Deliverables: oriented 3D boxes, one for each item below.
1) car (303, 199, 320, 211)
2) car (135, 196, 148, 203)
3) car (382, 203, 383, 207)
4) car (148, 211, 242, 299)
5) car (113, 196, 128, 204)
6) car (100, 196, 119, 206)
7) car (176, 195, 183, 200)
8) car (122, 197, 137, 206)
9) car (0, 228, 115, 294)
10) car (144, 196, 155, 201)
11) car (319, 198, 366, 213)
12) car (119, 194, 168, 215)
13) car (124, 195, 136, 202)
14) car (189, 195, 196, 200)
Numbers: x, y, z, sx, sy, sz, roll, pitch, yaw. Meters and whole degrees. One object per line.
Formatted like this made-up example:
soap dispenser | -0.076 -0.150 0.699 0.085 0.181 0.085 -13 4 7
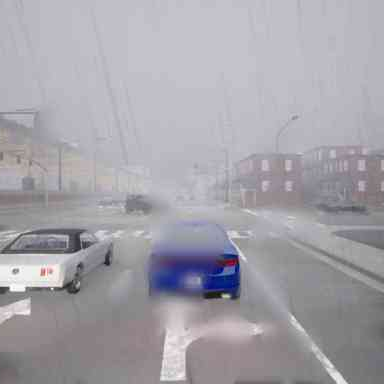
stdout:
car | 15.755 1.491 39.486 4.902 1.511 2.128 0 0 0
car | -10.425 1.562 68.593 1.994 1.385 4.181 0 0 0
car | 25.746 1.221 39.474 5.566 2.045 2.150 0 0 0
car | 0.075 1.478 8.508 1.882 1.535 5.008 0 0 1
car | -13.958 1.505 65.256 1.837 1.490 4.892 0 0 1
car | -14.023 1.526 56.060 1.812 1.442 4.674 0 0 0
car | -3.398 1.500 93.267 1.837 1.490 4.892 0 0 0
car | -10.523 1.526 56.258 1.812 1.442 4.674 0 0 -1
car | -3.420 1.601 8.775 1.895 1.301 4.718 0 0 0
car | -10.410 1.590 81.543 1.895 1.301 4.718 0 0 0
car | 16.500 1.564 35.983 4.181 1.385 1.994 0 0 0
car | -4.814 1.222 34.426 2.150 2.045 5.566 -1 1 -43
car | -13.917 1.500 75.327 1.837 1.490 4.892 0 0 0
car | 0.102 1.540 93.311 2.033 1.411 5.357 0 0 0
